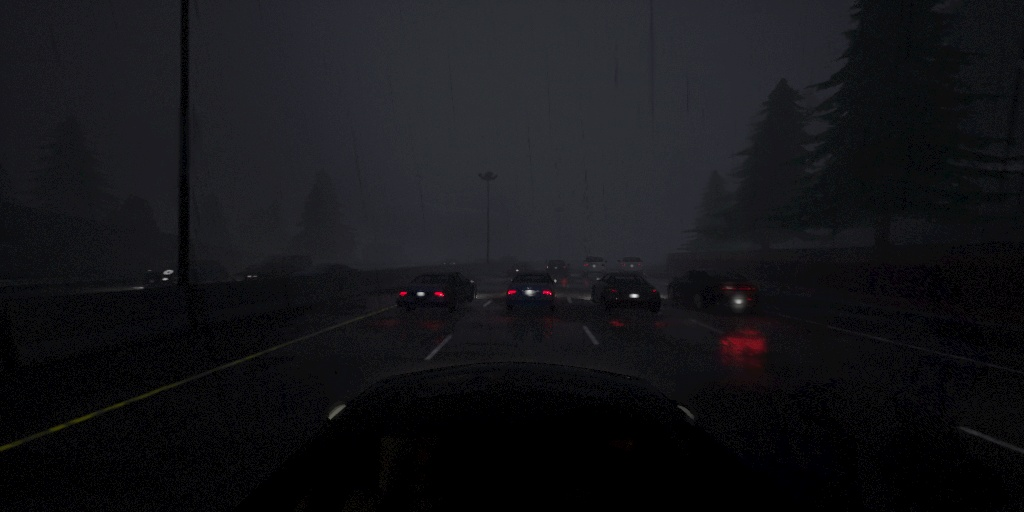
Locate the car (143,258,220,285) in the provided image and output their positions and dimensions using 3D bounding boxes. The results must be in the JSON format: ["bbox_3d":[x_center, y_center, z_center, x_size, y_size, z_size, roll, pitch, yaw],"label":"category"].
[{"bbox_3d":[-22.641,1.039,25.079,2.097,1.767,4.553,0,0,9],"label":"car"}]

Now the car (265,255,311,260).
[{"bbox_3d":[-18.497,0.921,28.880,2.150,2.045,5.566,0,0,10],"label":"car"}]

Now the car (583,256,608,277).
[{"bbox_3d":[8.407,1.000,36.196,2.150,2.045,5.566,0,0,15],"label":"car"}]

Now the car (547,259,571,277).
[{"bbox_3d":[4.601,1.119,35.332,2.097,1.767,4.553,0,0,14],"label":"car"}]

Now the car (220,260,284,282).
[{"bbox_3d":[-15.802,1.198,23.576,2.128,1.511,4.902,0,0,9],"label":"car"}]

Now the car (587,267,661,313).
[{"bbox_3d":[4.368,1.328,14.237,1.994,1.385,4.181,0,0,5],"label":"car"}]

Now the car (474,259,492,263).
[{"bbox_3d":[-4.332,1.246,63.363,1.837,1.490,4.892,0,0,24],"label":"car"}]

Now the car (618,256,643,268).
[{"bbox_3d":[12.371,1.012,37.371,2.150,2.045,5.566,0,0,16],"label":"car"}]

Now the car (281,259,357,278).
[{"bbox_3d":[-12.262,1.194,23.674,1.882,1.535,5.008,0,0,9],"label":"car"}]

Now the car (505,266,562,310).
[{"bbox_3d":[0.852,1.301,14.762,2.033,1.411,5.357,0,0,6],"label":"car"}]

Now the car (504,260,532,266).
[{"bbox_3d":[0.942,1.321,35.145,1.994,1.385,4.181,0,0,14],"label":"car"}]

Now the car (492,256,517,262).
[{"bbox_3d":[-0.800,0.977,62.801,2.150,2.045,5.566,0,0,24],"label":"car"}]

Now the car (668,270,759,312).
[{"bbox_3d":[7.895,1.279,14.524,1.837,1.490,4.892,0,0,6],"label":"car"}]

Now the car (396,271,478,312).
[{"bbox_3d":[-2.726,1.291,14.166,2.033,1.411,5.357,0,0,6],"label":"car"}]
